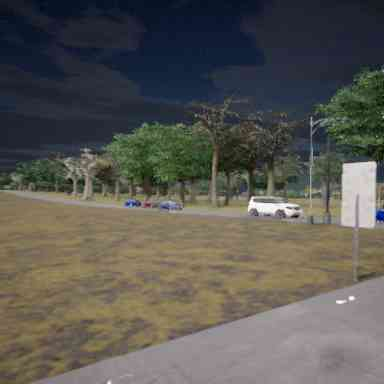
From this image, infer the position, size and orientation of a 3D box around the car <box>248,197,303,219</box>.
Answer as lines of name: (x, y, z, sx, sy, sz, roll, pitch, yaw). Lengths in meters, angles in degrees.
car: (7.834, 1.472, 31.955, 2.150, 2.045, 5.566, 3, -2, -36)

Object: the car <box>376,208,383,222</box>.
car: (16.148, 1.713, 26.130, 1.882, 1.535, 5.008, 3, -3, -22)

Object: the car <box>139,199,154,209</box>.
car: (-6.965, 2.011, 58.974, 2.097, 1.767, 4.553, 3, -2, -35)

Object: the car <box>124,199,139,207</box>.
car: (-11.764, 2.189, 65.672, 1.882, 1.535, 5.008, 3, -2, -35)

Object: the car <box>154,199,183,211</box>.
car: (-3.161, 1.971, 47.415, 1.812, 1.442, 4.674, 3, -2, -35)

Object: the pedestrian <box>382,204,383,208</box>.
pedestrian: (17.912, 1.705, 30.901, 0.375, 1.860, 0.375, 1, -1, -35)
